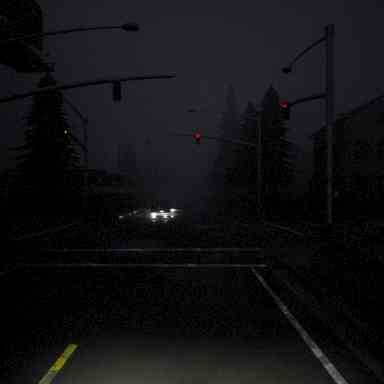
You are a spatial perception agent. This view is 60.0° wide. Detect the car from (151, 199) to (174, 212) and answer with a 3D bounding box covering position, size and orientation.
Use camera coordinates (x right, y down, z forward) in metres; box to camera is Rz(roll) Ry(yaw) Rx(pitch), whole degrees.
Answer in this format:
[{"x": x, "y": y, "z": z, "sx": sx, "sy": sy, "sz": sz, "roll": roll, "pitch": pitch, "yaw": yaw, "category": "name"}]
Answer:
[{"x": -3.468, "y": 1.564, "z": 37.691, "sx": 1.994, "sy": 1.385, "sz": 4.181, "roll": 0, "pitch": 0, "yaw": 0, "category": "car"}]
